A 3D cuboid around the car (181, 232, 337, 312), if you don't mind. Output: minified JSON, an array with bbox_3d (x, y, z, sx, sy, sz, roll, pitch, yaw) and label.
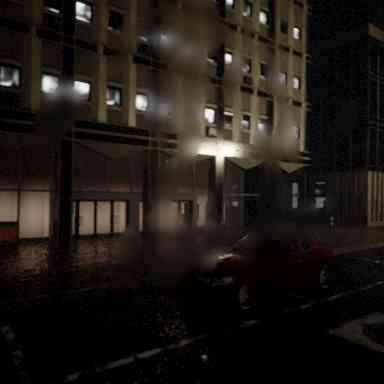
[{"bbox_3d":[1.740,1.646,7.793,4.206,1.307,1.802,1,0,-35],"label":"car"}]
